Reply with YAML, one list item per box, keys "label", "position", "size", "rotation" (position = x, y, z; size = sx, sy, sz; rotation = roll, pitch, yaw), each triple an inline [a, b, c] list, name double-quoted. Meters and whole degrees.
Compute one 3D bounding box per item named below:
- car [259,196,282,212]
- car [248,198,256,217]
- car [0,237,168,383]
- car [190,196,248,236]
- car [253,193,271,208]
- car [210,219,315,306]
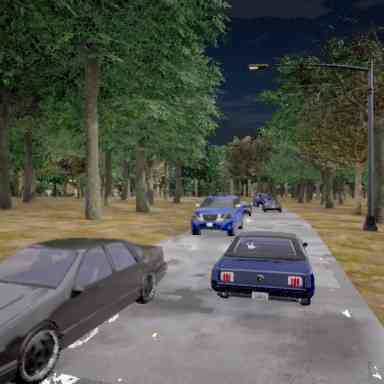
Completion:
- label: "car"
  position: [9.019, 1.536, 37.776]
  size: [1.994, 1.385, 4.181]
  rotation: [0, 0, 8]
- label: "car"
  position: [4.856, 1.540, 32.024]
  size: [2.033, 1.411, 5.357]
  rotation: [0, 0, 11]
- label: "car"
  position: [-2.120, 1.551, 5.775]
  size: [2.033, 1.411, 5.357]
  rotation: [0, 0, 18]
- label: "car"
  position: [1.580, 1.231, 18.590]
  size: [2.150, 2.045, 5.566]
  rotation: [0, 0, 16]
- label: "car"
  position: [10.123, 1.143, 47.725]
  size: [2.150, 2.045, 5.566]
  rotation: [0, 0, 3]
- label: "car"
  position: [1.858, 1.603, 8.168]
  size: [1.895, 1.301, 4.718]
  rotation: [0, 0, 16]
